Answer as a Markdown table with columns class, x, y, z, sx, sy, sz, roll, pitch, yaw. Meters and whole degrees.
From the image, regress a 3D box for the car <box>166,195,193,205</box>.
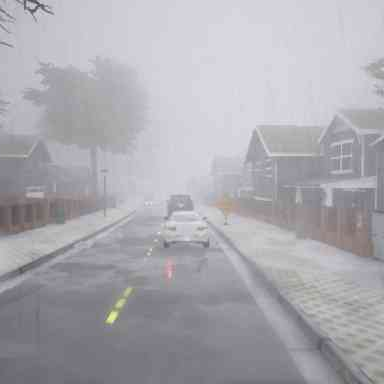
| class | x | y | z | sx | sy | sz | roll | pitch | yaw |
| --- | --- | --- | --- | --- | --- | --- | --- | --- | --- |
| car | -1.095 | 1.248 | 29.765 | 2.150 | 2.045 | 5.566 | 0 | 0 | -4 |

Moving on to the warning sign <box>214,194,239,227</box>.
| class | x | y | z | sx | sy | sz | roll | pitch | yaw |
| --- | --- | --- | --- | --- | --- | --- | --- | --- | --- |
| warning sign | 2.050 | 1.104 | 19.910 | 1.300 | 1.860 | 1.060 | 1 | 1 | -3 |

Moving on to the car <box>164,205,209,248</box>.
| class | x | y | z | sx | sy | sz | roll | pitch | yaw |
| --- | --- | --- | --- | --- | --- | --- | --- | --- | --- |
| car | -0.273 | 1.526 | 14.705 | 1.812 | 1.442 | 4.674 | 0 | 0 | -2 |

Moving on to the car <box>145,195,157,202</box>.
| class | x | y | z | sx | sy | sz | roll | pitch | yaw |
| --- | --- | --- | --- | --- | --- | --- | --- | --- | --- |
| car | -9.737 | 1.419 | 75.311 | 2.128 | 1.511 | 4.902 | 0 | 0 | -10 |
